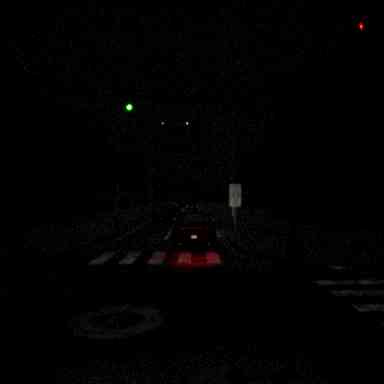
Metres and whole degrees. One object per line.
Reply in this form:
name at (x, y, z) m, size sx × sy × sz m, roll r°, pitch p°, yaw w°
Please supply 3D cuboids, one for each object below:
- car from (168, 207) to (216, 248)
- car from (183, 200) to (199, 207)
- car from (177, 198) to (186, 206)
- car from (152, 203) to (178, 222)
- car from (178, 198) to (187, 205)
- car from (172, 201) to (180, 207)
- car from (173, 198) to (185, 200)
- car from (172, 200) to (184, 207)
car at (0.090, 1.696, 15.927) m, size 1.882 × 1.535 × 5.008 m, roll 0°, pitch -1°, yaw 0°
car at (0.045, 2.270, 50.766) m, size 1.994 × 1.385 × 4.181 m, roll 0°, pitch -1°, yaw 0°
car at (-2.635, 2.552, 86.387) m, size 2.192 × 1.841 × 5.009 m, roll 1°, pitch -1°, yaw 0°
car at (-2.628, 1.996, 31.065) m, size 1.947 × 1.339 × 4.313 m, roll 1°, pitch -1°, yaw 0°
car at (-2.636, 2.638, 91.918) m, size 2.192 × 1.841 × 5.009 m, roll 1°, pitch -1°, yaw 0°
car at (-2.628, 2.052, 36.597) m, size 1.887 × 1.381 × 4.507 m, roll 1°, pitch -1°, yaw 0°
car at (-2.765, 2.163, 66.582) m, size 2.150 × 2.045 × 5.566 m, roll 0°, pitch -1°, yaw 0°
car at (-2.633, 2.325, 53.192) m, size 1.802 × 1.307 × 4.206 m, roll 1°, pitch -1°, yaw 0°
